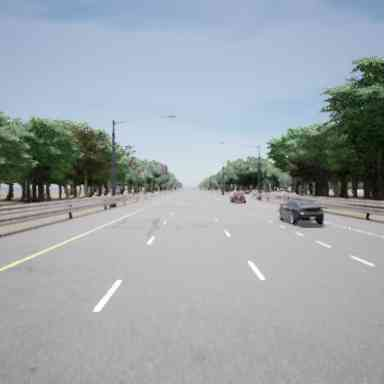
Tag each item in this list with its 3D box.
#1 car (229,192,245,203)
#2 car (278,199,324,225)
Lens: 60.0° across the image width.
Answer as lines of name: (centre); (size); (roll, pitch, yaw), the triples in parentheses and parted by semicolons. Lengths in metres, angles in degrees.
car: (7.003, 0.731, 52.001); (2.097, 1.767, 4.553); (0, 1, 0)
car: (7.000, 1.246, 21.733); (1.837, 1.490, 4.892); (0, 1, 0)
